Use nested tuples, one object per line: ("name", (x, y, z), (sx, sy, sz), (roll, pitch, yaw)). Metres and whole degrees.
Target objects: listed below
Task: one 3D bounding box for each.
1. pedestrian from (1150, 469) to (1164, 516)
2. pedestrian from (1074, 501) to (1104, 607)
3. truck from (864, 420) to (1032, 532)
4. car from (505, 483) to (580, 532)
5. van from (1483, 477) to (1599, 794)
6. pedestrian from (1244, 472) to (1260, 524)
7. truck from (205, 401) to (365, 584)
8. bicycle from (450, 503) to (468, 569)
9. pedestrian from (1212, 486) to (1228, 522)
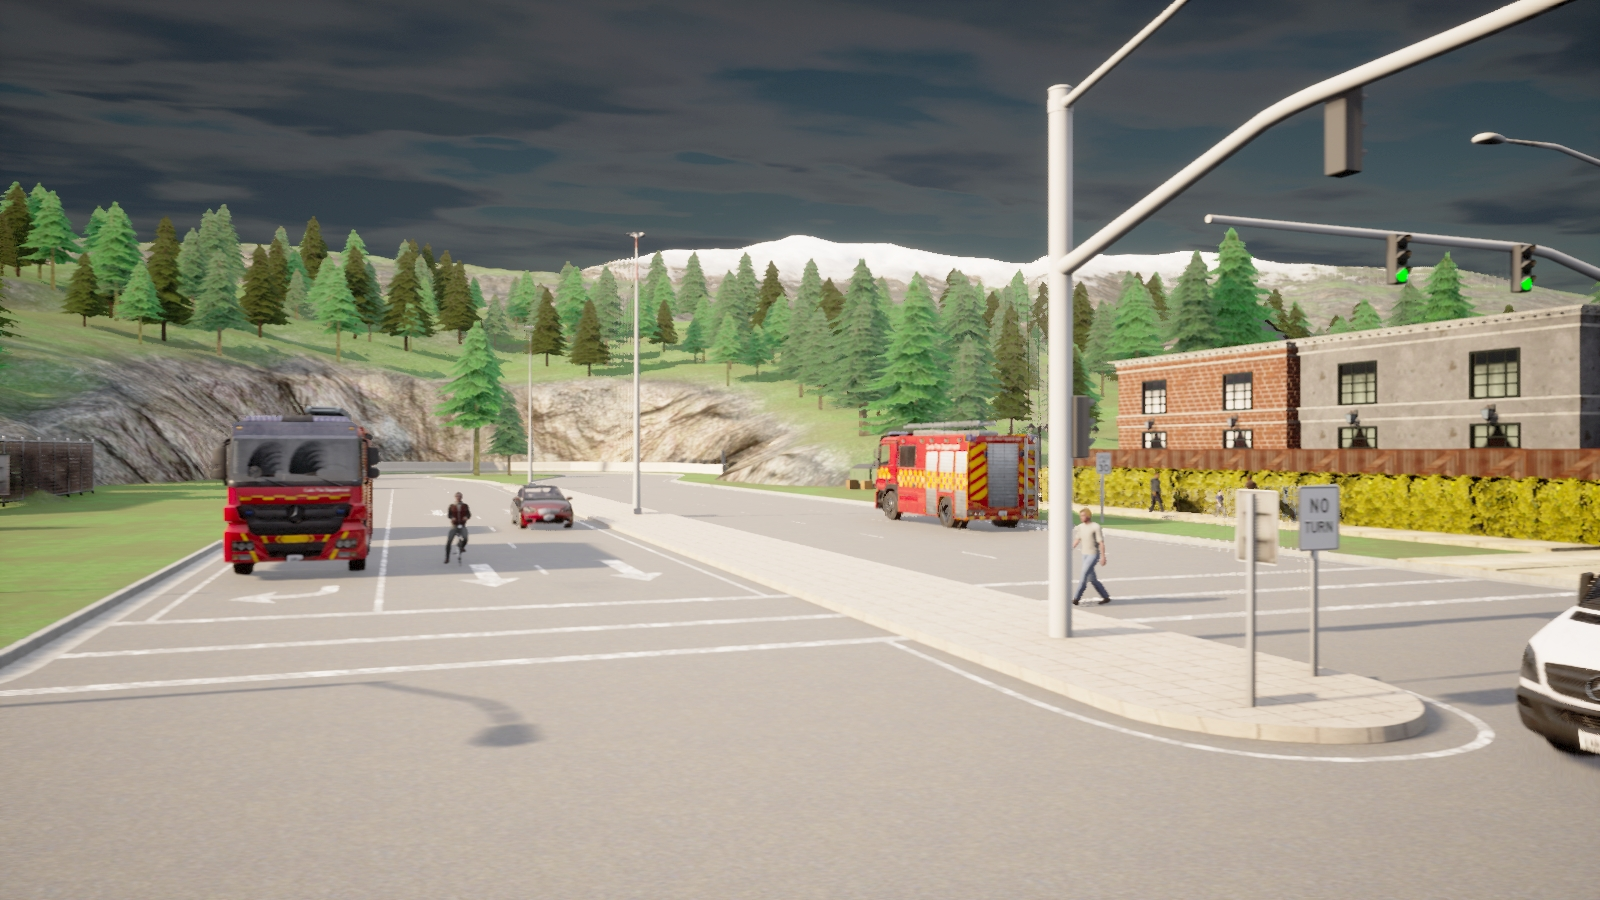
("pedestrian", (14.283, 1.707, 45.686), (0.375, 1.860, 0.375), (0, 0, -26))
("pedestrian", (5.201, 1.853, 20.543), (0.375, 1.860, 0.375), (0, 0, -23))
("truck", (5.414, 0.898, 43.719), (2.891, 3.827, 8.468), (0, 0, -19))
("car", (-9.431, 2.050, 41.577), (2.128, 1.511, 4.902), (0, 0, -19))
("van", (9.299, 1.539, 10.405), (5.915, 2.561, 1.988), (0, 0, -20))
("pedestrian", (16.120, 1.706, 40.761), (0.375, 1.860, 0.375), (0, 0, -21))
("truck", (-12.454, 0.891, 28.326), (2.891, 3.827, 8.468), (0, 0, -19))
("bicycle", (-8.297, 2.061, 27.765), (0.329, 1.471, 1.835), (0, 0, -19))
("pedestrian", (15.528, 1.988, 42.256), (0.375, 1.300, 0.375), (0, 0, -23))
